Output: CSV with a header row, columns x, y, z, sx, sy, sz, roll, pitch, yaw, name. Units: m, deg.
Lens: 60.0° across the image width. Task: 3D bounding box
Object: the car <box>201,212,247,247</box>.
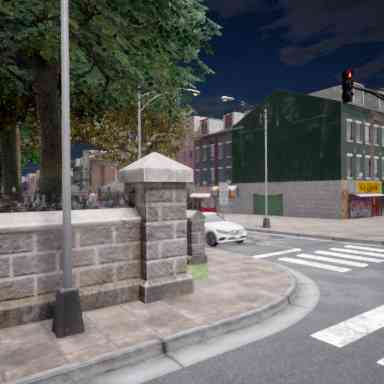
x,y,z,sx,sy,sz,roll,pitch,yaw,name
0.653,1.720,16.475,1.812,1.442,4.674,-1,0,-36,car
